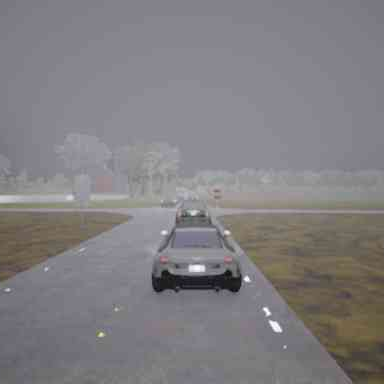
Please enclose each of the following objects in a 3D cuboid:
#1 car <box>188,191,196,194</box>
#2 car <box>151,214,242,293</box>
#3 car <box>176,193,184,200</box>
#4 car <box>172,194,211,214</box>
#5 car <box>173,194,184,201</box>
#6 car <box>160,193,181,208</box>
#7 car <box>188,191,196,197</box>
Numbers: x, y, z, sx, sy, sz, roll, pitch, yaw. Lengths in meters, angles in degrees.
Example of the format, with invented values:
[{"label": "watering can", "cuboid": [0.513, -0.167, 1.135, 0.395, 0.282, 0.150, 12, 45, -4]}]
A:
[{"label": "car", "cuboid": [-0.002, 0.933, 82.632, 1.994, 1.385, 4.181, 0, 0, 0]}, {"label": "car", "cuboid": [0.100, 1.507, 8.723, 1.994, 1.385, 4.181, 0, 0, 0]}, {"label": "car", "cuboid": [-2.752, 0.914, 77.097, 1.882, 1.535, 5.008, 0, 0, 0]}, {"label": "car", "cuboid": [0.054, 1.217, 20.796, 2.097, 1.767, 4.553, 0, 1, -1]}, {"label": "car", "cuboid": [-2.752, 1.082, 66.862, 1.994, 1.385, 4.181, 0, 0, 0]}, {"label": "car", "cuboid": [-2.846, 1.060, 42.617, 2.097, 1.767, 4.553, 0, 1, 0]}, {"label": "car", "cuboid": [-0.003, 0.490, 92.640, 2.097, 1.767, 4.553, 0, 0, 0]}]
